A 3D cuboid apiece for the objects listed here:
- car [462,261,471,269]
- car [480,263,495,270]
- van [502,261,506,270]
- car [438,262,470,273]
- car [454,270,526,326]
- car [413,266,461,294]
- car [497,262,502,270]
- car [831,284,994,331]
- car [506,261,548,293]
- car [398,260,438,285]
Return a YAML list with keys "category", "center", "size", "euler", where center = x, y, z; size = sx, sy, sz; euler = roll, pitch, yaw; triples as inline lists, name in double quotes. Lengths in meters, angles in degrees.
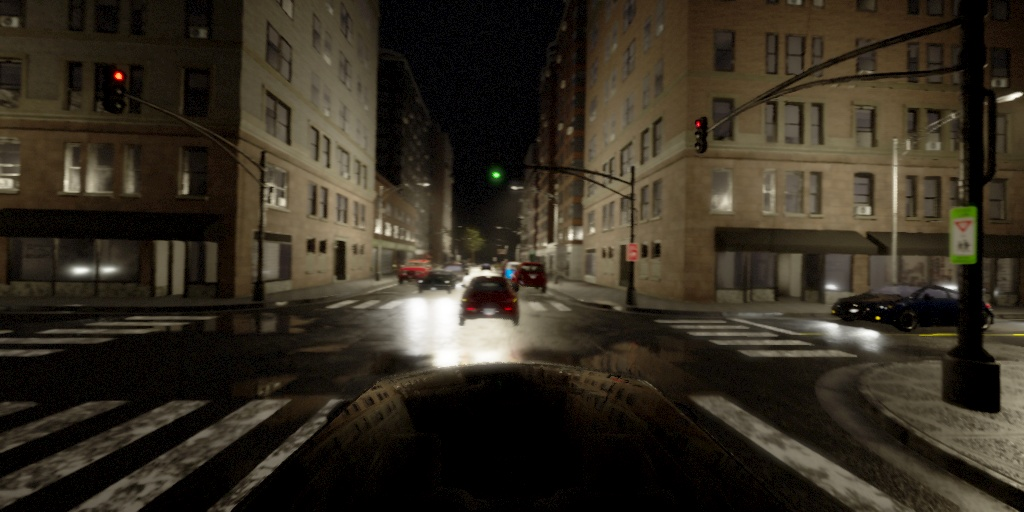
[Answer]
- category: "car"
  center: [-5.901, 1.668, 42.670]
  size: [2.033, 1.411, 5.357]
  euler: [1, -1, -4]
- category: "car"
  center: [-4.525, 1.957, 63.036]
  size: [1.994, 1.385, 4.181]
  euler: [1, -1, -4]
- category: "van"
  center: [0.229, 1.488, 34.226]
  size: [1.690, 1.789, 3.998]
  euler: [0, 0, -4]
- category: "car"
  center: [-5.151, 1.556, 32.038]
  size: [2.033, 1.411, 5.357]
  euler: [1, -1, -4]
- category: "car"
  center: [-0.772, 1.381, 12.090]
  size: [1.812, 1.442, 4.674]
  euler: [1, -1, -4]
- category: "car"
  center: [-4.411, 1.500, 21.701]
  size: [1.895, 1.301, 4.718]
  euler: [1, -1, -4]
- category: "car"
  center: [-0.170, 1.519, 39.715]
  size: [2.192, 1.841, 5.009]
  euler: [0, 0, -4]
- category: "car"
  center: [13.412, 1.678, 12.154]
  size: [4.181, 1.385, 1.994]
  euler: [1, -1, -5]
- category: "car"
  center: [1.027, 1.346, 23.248]
  size: [2.192, 1.841, 5.009]
  euler: [0, 0, -4]
- category: "car"
  center: [-7.464, 1.228, 28.157]
  size: [2.192, 1.841, 5.009]
  euler: [0, 0, -4]
